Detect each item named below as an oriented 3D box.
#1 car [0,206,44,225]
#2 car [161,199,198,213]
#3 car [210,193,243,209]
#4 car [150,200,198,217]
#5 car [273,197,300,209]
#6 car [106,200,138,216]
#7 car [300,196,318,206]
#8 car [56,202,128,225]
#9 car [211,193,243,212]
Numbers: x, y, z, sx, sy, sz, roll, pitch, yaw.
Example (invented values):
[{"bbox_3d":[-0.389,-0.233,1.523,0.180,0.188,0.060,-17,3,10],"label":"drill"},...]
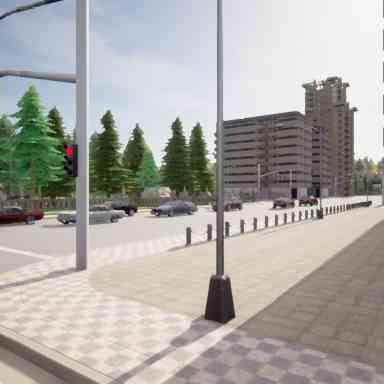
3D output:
[{"bbox_3d":[-12.580,1.601,22.230,1.895,1.301,4.718,0,0,37],"label":"car"},{"bbox_3d":[-1.356,1.564,37.924,1.994,1.385,4.181,0,0,35],"label":"car"},{"bbox_3d":[4.891,1.221,46.629,2.150,2.045,5.566,0,0,36],"label":"car"},{"bbox_3d":[-1.558,1.547,31.595,2.033,1.411,5.357,0,0,36],"label":"car"},{"bbox_3d":[12.527,1.506,45.020,1.837,1.490,4.892,0,0,35],"label":"car"},{"bbox_3d":[-7.099,1.478,29.852,1.882,1.535,5.008,0,0,36],"label":"car"},{"bbox_3d":[19.011,1.352,54.136,2.097,1.767,4.553,0,0,35],"label":"car"},{"bbox_3d":[-7.156,1.601,23.734,1.895,1.301,4.718,0,0,35],"label":"car"},{"bbox_3d":[4.246,1.352,39.734,2.097,1.767,4.553,0,0,36],"label":"car"}]
